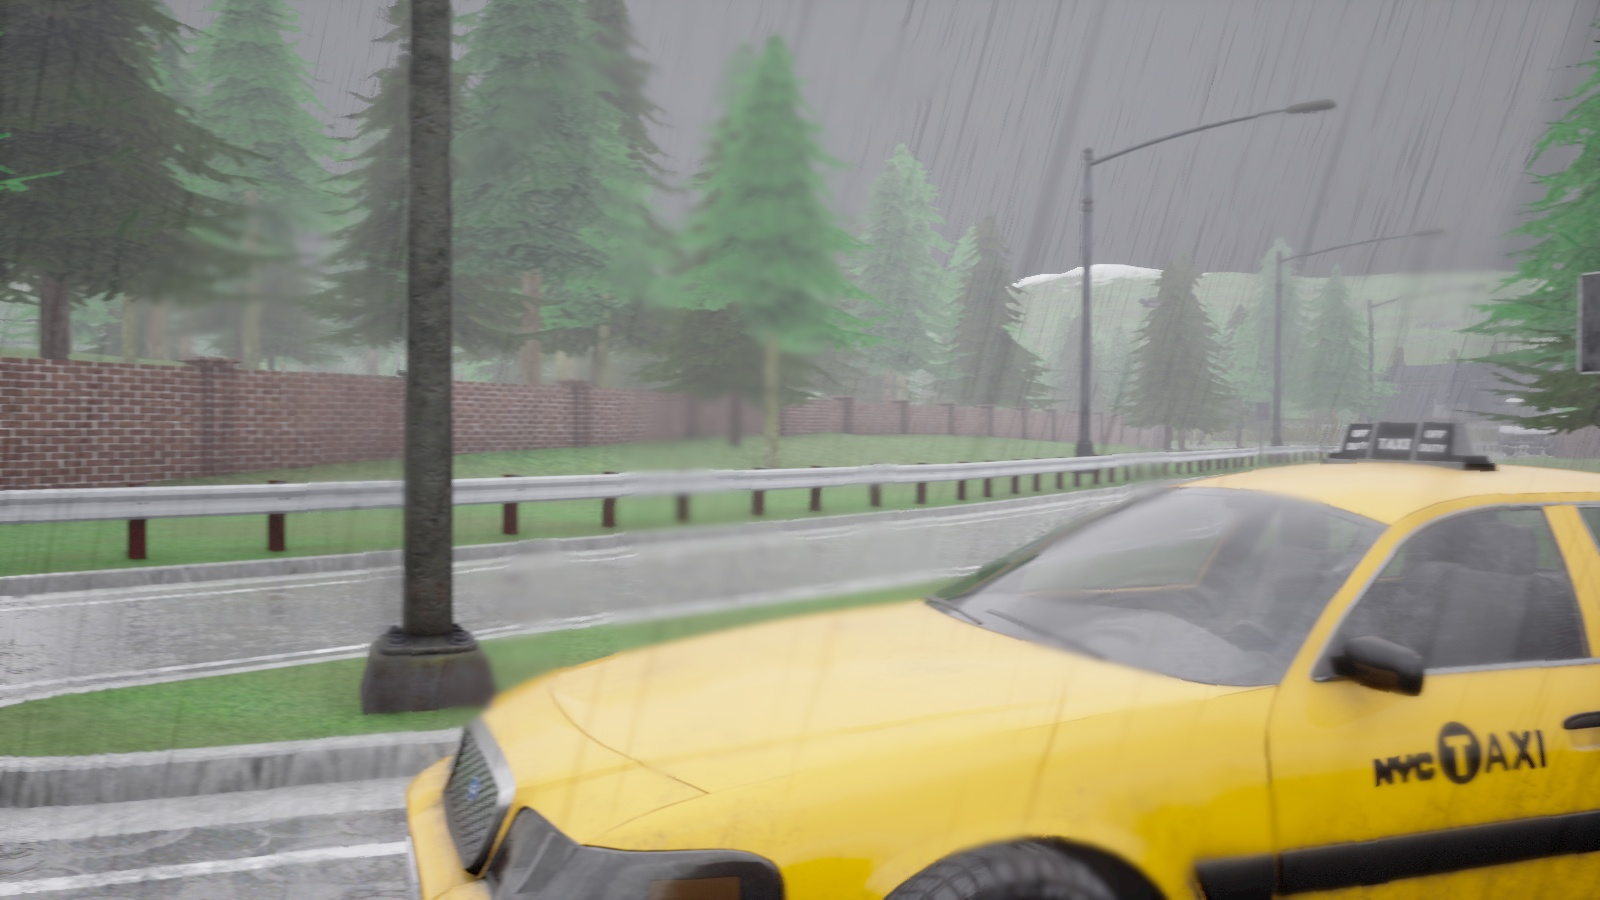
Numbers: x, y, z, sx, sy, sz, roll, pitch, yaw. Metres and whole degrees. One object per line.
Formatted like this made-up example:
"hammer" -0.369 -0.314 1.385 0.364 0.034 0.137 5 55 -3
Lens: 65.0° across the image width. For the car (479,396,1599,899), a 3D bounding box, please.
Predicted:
"car" 1.860 0.643 3.930 5.366 1.575 1.801 -1 1 -20
